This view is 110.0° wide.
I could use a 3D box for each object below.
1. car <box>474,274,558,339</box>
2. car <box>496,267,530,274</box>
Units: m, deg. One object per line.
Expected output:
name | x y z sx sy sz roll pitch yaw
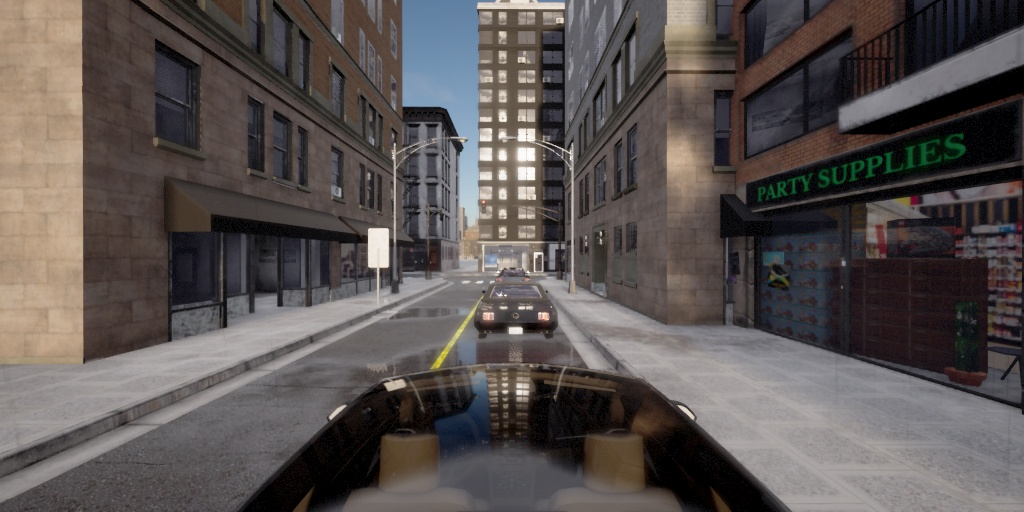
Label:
car | 0.088 1.351 10.064 1.895 1.301 4.718 0 0 0
car | 0.066 1.314 20.032 1.994 1.385 4.181 0 0 0
